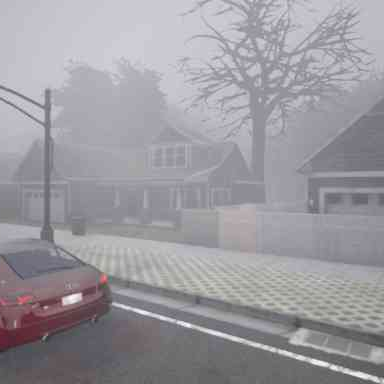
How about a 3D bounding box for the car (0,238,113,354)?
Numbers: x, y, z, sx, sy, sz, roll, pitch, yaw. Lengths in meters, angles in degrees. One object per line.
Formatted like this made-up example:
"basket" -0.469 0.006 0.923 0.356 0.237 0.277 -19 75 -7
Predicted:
"car" -3.416 1.561 6.111 4.181 1.385 1.994 0 0 35
